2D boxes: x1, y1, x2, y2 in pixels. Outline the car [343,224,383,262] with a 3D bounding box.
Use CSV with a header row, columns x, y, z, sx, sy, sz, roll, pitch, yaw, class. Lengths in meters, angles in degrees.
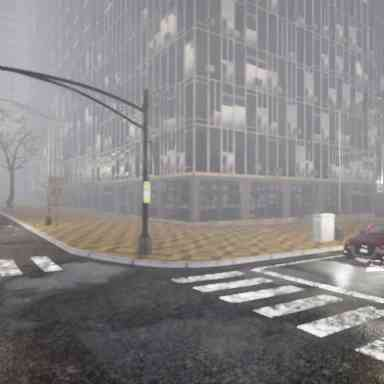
x,y,z,sx,sy,sz,roll,pitch,yaw,class
7.897,2.017,13.301,4.181,1.385,1.994,2,-2,-36,car
